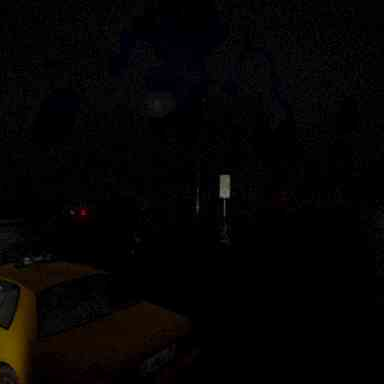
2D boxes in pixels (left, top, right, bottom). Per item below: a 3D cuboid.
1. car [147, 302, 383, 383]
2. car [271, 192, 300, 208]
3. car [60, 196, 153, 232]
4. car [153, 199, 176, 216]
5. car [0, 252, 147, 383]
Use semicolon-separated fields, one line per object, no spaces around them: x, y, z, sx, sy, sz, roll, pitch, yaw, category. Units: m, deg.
2.463;1.335;1.045;5.009;1.841;2.192;1;1;36;car
11.534;1.119;40.254;2.128;1.511;4.902;1;1;36;car
-4.617;1.044;17.989;2.097;1.767;4.553;1;1;36;car
-3.062;1.185;25.159;1.994;1.385;4.181;1;1;36;car
-2.184;1.471;4.377;4.829;1.417;1.752;1;1;36;car
